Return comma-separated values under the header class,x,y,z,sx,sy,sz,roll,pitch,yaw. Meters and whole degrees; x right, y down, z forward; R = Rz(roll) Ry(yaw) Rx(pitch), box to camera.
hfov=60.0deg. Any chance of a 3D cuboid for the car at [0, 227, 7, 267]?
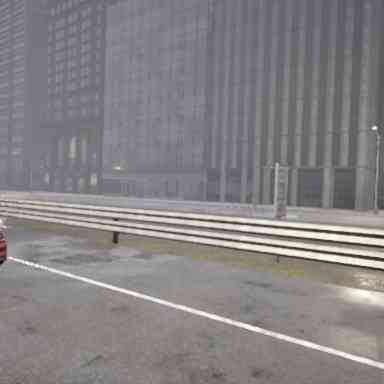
class,x,y,z,sx,sy,sz,roll,pitch,yaw
car,-6.937,1.052,8.160,4.553,1.767,2.097,2,2,19
